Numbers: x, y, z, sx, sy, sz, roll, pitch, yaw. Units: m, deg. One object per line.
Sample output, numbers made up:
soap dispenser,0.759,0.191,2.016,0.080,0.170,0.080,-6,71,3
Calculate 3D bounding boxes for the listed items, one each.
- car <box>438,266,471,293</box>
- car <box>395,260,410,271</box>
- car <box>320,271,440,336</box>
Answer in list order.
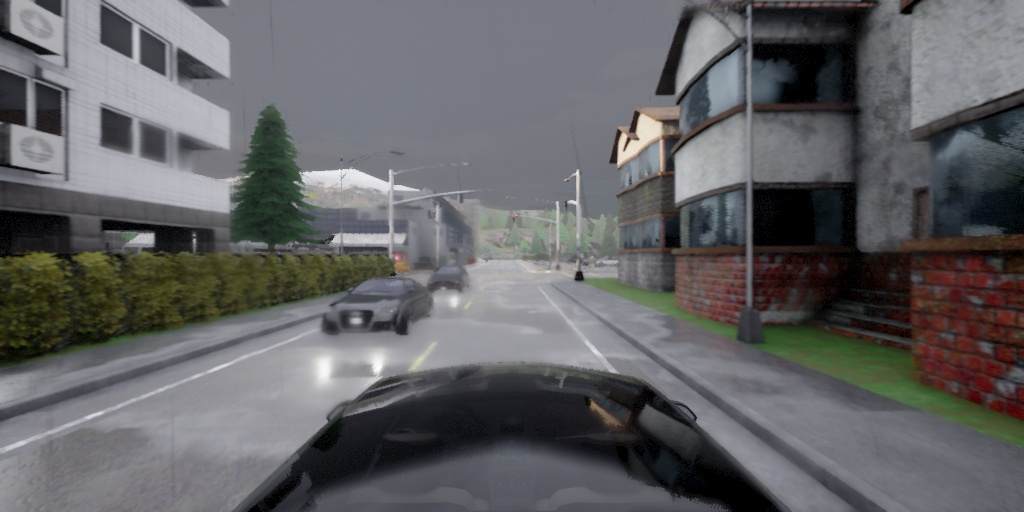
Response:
car,-3.550,1.289,21.177,2.033,1.411,5.357,0,0,0
car,-12.531,1.046,35.158,5.008,1.535,1.882,0,0,6
car,-3.593,1.315,10.307,1.994,1.385,4.181,0,0,1
